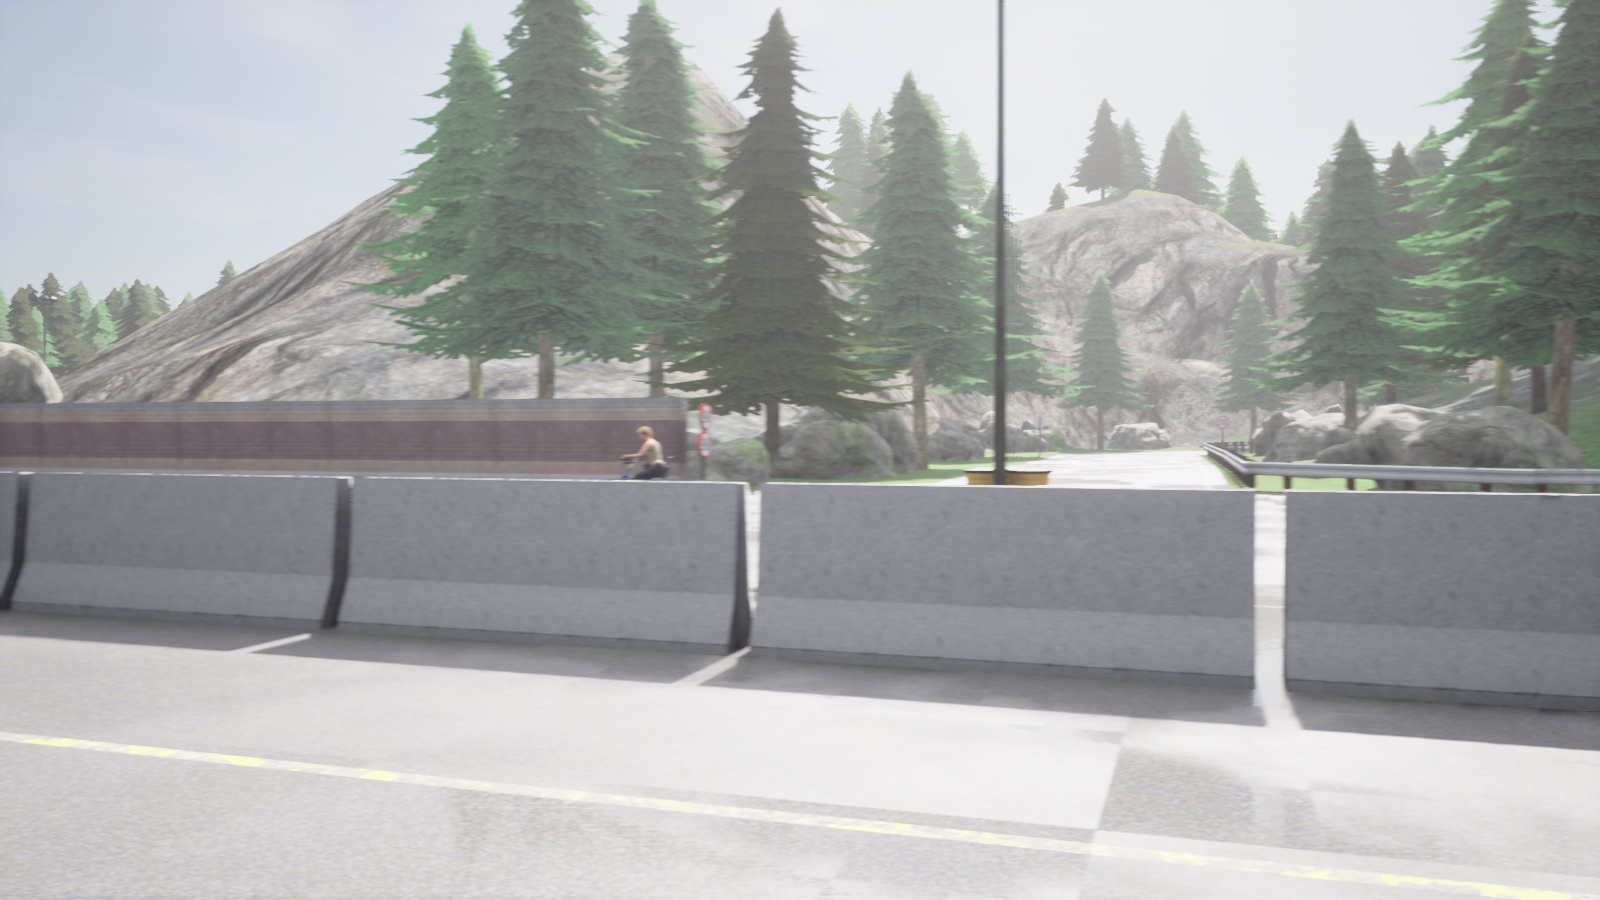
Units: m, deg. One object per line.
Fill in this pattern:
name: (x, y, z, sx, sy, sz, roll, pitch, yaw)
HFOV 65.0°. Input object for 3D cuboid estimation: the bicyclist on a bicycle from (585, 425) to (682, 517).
bicyclist on a bicycle: (-2.999, 0.356, 22.669, 1.509, 1.612, 0.866, 1, 1, 18)
